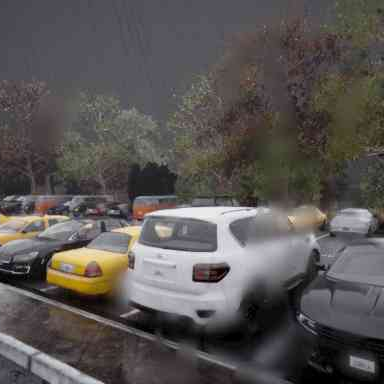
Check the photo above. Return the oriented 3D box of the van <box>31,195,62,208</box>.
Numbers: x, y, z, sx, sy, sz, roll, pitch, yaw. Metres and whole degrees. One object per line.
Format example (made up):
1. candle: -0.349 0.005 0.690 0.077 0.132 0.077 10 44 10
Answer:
1. van: -13.626 1.329 34.155 1.878 1.987 4.442 0 0 36

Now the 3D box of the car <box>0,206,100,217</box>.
1. car: -5.807 1.540 11.965 1.946 1.575 5.366 0 0 36

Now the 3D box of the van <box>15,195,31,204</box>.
1. van: -16.006 1.343 35.591 1.878 1.987 4.442 0 0 36

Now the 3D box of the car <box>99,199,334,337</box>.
1. car: 1.064 1.320 7.251 2.435 2.045 5.566 0 0 36

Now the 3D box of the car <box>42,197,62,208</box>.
1. car: -11.447 1.539 32.439 2.097 1.535 5.008 0 0 36

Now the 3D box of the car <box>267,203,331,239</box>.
1. car: 6.379 1.552 19.288 1.946 1.575 5.366 0 0 36

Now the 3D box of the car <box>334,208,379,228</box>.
1. car: 8.729 1.604 17.810 2.002 1.452 4.674 0 0 36

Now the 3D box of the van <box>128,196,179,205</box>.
1. van: -2.516 1.294 26.105 1.878 1.987 4.442 0 0 36

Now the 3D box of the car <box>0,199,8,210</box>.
1. car: -27.252 1.684 43.887 2.002 1.452 4.674 0 0 36

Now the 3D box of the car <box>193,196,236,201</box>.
1. car: 2.019 1.285 22.711 2.435 2.045 5.566 0 0 36

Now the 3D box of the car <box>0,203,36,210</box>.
1. car: -10.401 1.524 15.293 1.946 1.575 5.366 0 0 36

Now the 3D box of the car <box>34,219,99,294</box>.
1. car: -1.093 1.559 9.007 1.946 1.575 5.366 0 0 36

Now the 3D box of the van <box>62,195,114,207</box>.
1. van: -9.259 1.302 30.713 1.878 1.987 4.442 0 0 36

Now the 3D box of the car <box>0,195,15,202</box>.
1. car: -18.197 1.333 37.288 2.435 2.045 5.566 0 0 36

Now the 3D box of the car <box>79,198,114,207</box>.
1. car: -6.949 1.548 29.209 2.163 1.488 4.792 0 0 36

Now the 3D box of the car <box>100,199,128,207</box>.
1. car: -4.811 1.546 27.660 2.163 1.488 4.792 0 0 36

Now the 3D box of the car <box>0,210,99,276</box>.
1. car: -3.447 1.554 10.491 2.231 1.521 4.892 0 0 36

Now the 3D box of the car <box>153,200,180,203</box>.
1. car: -0.258 1.556 24.290 2.163 1.488 4.792 0 0 36

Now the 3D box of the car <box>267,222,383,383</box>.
1. car: 3.297 1.580 5.604 2.097 1.535 5.008 0 0 36
